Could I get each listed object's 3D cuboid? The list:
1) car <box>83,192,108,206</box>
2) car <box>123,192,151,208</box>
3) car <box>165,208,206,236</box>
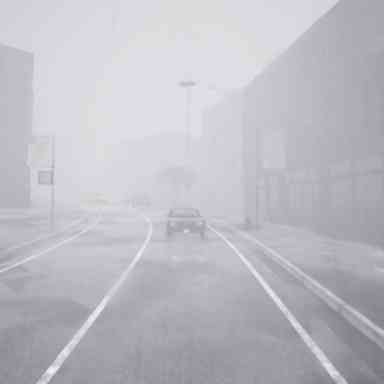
[{"bbox_3d":[-11.574,0.759,39.783,1.882,1.535,5.008,2,1,-33],"label":"car"},{"bbox_3d":[-6.321,0.860,37.891,2.097,1.767,4.553,2,1,-26],"label":"car"},{"bbox_3d":[-0.472,1.480,17.575,1.895,1.301,4.718,0,1,-5],"label":"car"}]
